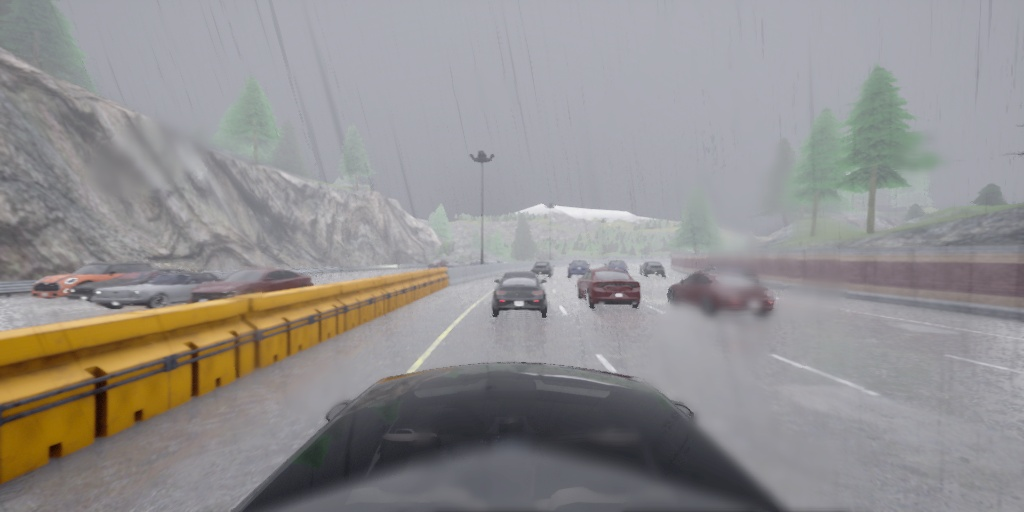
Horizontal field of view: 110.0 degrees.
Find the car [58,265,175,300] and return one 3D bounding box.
[{"bbox_3d":[-17.186,1.321,17.188,2.033,1.411,5.357,0,0,4],"label":"car"}]

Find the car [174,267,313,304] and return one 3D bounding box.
[{"bbox_3d":[-10.301,1.247,14.614,1.882,1.535,5.008,0,0,3],"label":"car"}]

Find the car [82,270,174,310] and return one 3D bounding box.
[{"bbox_3d":[-13.807,1.370,14.791,1.895,1.301,4.718,0,0,3],"label":"car"}]

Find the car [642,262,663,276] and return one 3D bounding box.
[{"bbox_3d":[13.848,1.301,35.583,1.837,1.490,4.892,0,0,12],"label":"car"}]

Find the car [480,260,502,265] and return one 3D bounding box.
[{"bbox_3d":[-2.765,1.351,54.907,1.812,1.442,4.674,0,0,19],"label":"car"}]

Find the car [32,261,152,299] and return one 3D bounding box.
[{"bbox_3d":[-20.572,1.127,18.133,2.097,1.767,4.553,0,0,4],"label":"car"}]

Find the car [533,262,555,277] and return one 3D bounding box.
[{"bbox_3d":[3.123,1.302,35.586,1.837,1.490,4.892,0,0,11],"label":"car"}]

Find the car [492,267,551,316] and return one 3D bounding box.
[{"bbox_3d":[0.315,1.292,13.270,1.812,1.442,4.674,0,0,2],"label":"car"}]

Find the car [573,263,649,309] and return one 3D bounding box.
[{"bbox_3d":[3.932,1.246,15.209,1.882,1.535,5.008,0,0,3],"label":"car"}]

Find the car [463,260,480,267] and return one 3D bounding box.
[{"bbox_3d":[-5.559,1.393,57.524,1.994,1.385,4.181,0,0,19],"label":"car"}]

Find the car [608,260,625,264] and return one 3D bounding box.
[{"bbox_3d":[10.207,1.148,35.256,2.097,1.767,4.553,0,0,12],"label":"car"}]

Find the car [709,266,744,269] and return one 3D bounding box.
[{"bbox_3d":[11.269,1.265,19.316,2.128,1.511,4.902,0,0,5],"label":"car"}]

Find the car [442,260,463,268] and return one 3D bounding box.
[{"bbox_3d":[-8.960,1.431,58.457,1.895,1.301,4.718,0,0,19],"label":"car"}]

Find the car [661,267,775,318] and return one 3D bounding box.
[{"bbox_3d":[7.305,1.291,12.952,1.812,1.442,4.674,0,0,2],"label":"car"}]

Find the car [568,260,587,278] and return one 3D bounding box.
[{"bbox_3d":[6.638,1.148,35.269,2.097,1.767,4.553,0,0,12],"label":"car"}]

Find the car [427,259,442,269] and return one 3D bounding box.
[{"bbox_3d":[-12.198,1.310,59.786,1.882,1.535,5.008,0,0,19],"label":"car"}]
